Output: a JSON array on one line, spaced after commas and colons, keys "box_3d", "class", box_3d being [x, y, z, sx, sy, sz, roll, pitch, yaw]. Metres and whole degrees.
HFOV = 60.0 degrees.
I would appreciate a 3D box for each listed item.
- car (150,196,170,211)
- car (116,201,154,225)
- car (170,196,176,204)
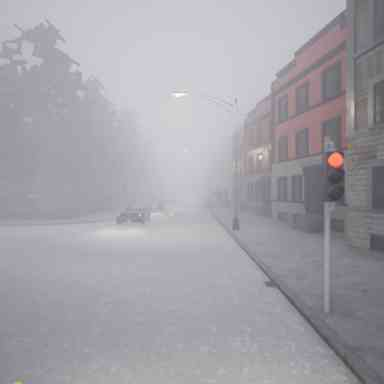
[{"box_3d": [-4.139, 1.462, 39.426, 2.128, 1.511, 4.902, 0, 1, 0], "class": "car"}, {"box_3d": [-4.126, 1.585, 24.006, 1.895, 1.301, 4.718, 0, 0, 0], "class": "car"}, {"box_3d": [-4.107, 1.507, 63.370, 2.033, 1.411, 5.357, 0, 0, 0], "class": "car"}]
